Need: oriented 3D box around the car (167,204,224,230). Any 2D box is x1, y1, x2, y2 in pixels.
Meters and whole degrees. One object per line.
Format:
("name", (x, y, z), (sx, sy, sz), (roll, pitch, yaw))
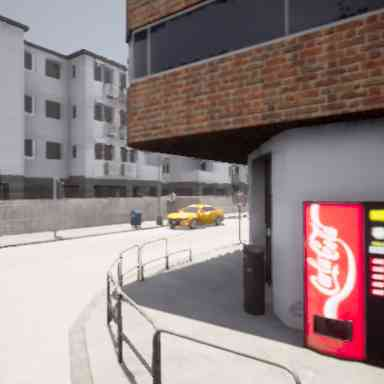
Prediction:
("car", (0.318, 1.619, 22.675), (1.882, 1.535, 5.008), (-1, 0, 36))
